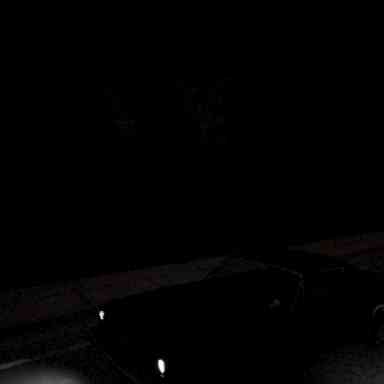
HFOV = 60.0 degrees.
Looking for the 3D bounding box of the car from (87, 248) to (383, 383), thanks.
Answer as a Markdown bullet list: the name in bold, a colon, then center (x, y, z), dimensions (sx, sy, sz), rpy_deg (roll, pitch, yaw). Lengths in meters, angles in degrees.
- **car**: center (1.066, 1.582, 4.719), dimensions (4.718, 1.301, 1.895), rpy_deg (0, 0, -35)
